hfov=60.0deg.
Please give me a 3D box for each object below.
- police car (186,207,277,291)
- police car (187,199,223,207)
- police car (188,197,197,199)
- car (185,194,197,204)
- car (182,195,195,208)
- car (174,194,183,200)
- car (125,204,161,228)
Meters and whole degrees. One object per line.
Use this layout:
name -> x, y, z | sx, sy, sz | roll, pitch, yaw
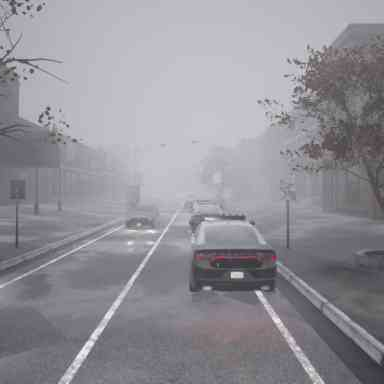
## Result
police car -> 0.879, 1.426, 9.116 | 1.930, 1.638, 5.238 | 0, 0, 0
police car -> 0.853, 1.428, 19.117 | 1.930, 1.638, 5.238 | 0, 0, 0
police car -> 0.838, 1.428, 25.117 | 1.930, 1.638, 5.238 | 0, 0, 0
car -> -0.150, 1.257, 59.816 | 2.097, 1.767, 4.553 | 0, 0, 0
car -> -0.101, 1.507, 46.698 | 1.812, 1.442, 4.674 | 0, 0, 0
car -> -3.200, 1.182, 79.346 | 1.882, 1.535, 5.008 | 0, 1, 0
car -> -3.154, 1.550, 22.436 | 2.033, 1.411, 5.357 | 0, 0, 0
